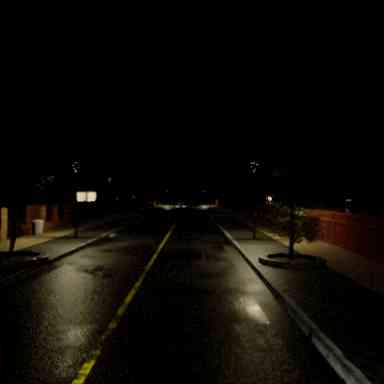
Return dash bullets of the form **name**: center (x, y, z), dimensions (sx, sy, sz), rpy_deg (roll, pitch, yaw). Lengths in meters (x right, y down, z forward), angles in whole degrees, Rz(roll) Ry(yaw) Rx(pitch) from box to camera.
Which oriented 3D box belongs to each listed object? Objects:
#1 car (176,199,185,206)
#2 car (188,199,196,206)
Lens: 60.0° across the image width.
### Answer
- **car**: center (-2.778, 2.562, 82.957), dimensions (2.097, 1.767, 4.553), rpy_deg (0, -1, 0)
- **car**: center (-0.030, 2.719, 85.199), dimensions (1.882, 1.535, 5.008), rpy_deg (0, -1, 0)
